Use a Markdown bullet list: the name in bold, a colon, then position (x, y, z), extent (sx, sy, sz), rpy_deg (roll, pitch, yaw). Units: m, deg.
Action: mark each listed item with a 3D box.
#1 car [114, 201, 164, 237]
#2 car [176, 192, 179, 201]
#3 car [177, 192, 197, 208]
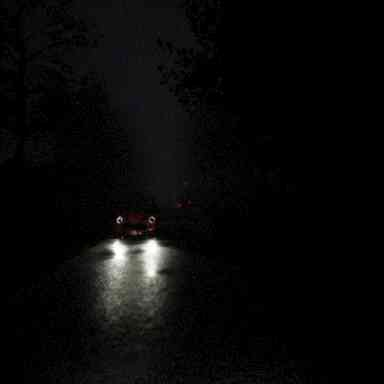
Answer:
- **car**: position (-2.690, 1.334, 17.857), extent (2.097, 1.767, 4.553), rpy_deg (0, 0, 1)
- **car**: position (-1.367, 0.678, 50.668), extent (2.128, 1.511, 4.902), rpy_deg (0, 3, -7)
- **car**: position (-0.430, 1.165, 40.095), extent (2.033, 1.411, 5.357), rpy_deg (-1, 2, -3)
